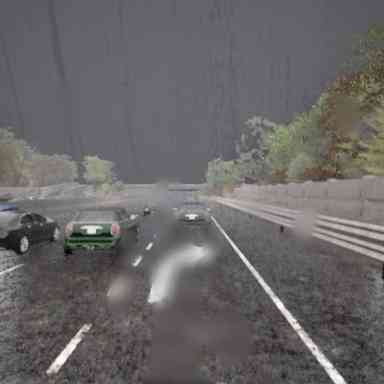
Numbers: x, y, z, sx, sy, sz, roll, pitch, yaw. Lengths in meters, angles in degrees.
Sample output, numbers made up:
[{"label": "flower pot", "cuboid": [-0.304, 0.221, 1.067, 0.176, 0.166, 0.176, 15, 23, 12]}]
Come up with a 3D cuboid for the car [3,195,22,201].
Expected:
[{"label": "car", "cuboid": [-28.038, 1.593, 54.509, 2.033, 1.411, 5.357, 0, 0, 1]}]

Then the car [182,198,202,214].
[{"label": "car", "cuboid": [-0.014, 1.504, 36.944, 2.128, 1.511, 4.902, 0, 0, 0]}]

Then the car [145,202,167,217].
[{"label": "car", "cuboid": [-3.411, 1.606, 31.597, 1.895, 1.301, 4.718, 0, 0, 0]}]

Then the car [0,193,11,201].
[{"label": "car", "cuboid": [-31.536, 1.265, 54.325, 2.150, 2.045, 5.566, 0, 0, 1]}]

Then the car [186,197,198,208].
[{"label": "car", "cuboid": [-0.016, 1.566, 51.268, 1.812, 1.442, 4.674, 0, 0, 0]}]

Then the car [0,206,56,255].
[{"label": "car", "cuboid": [-6.903, 1.501, 13.292, 1.837, 1.490, 4.892, 0, 0, 0]}]

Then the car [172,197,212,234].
[{"label": "car", "cuboid": [-0.008, 1.348, 19.341, 2.097, 1.767, 4.553, 0, 0, 0]}]

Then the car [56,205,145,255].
[{"label": "car", "cuboid": [-3.407, 1.348, 13.413, 2.097, 1.767, 4.553, 0, 0, 0]}]

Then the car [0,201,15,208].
[{"label": "car", "cuboid": [-10.405, 1.473, 18.336, 1.882, 1.535, 5.008, 0, 0, 0]}]

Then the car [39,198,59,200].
[{"label": "car", "cuboid": [-21.062, 1.638, 51.060, 1.895, 1.301, 4.718, 0, 0, 1]}]

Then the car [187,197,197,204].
[{"label": "car", "cuboid": [-0.022, 1.684, 67.942, 1.895, 1.301, 4.718, 0, 0, 0]}]

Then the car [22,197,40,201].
[{"label": "car", "cuboid": [-24.552, 1.643, 52.932, 1.895, 1.301, 4.718, 0, 0, 1]}]
